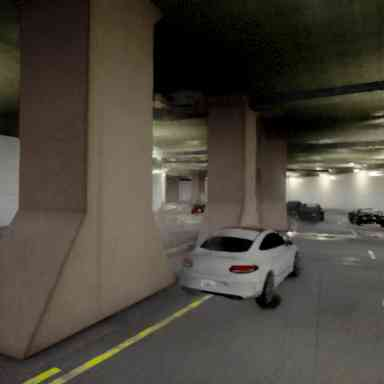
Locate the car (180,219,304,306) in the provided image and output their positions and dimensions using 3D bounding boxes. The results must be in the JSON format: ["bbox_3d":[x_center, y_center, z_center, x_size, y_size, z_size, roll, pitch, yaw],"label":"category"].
[{"bbox_3d":[1.391,1.572,8.239,1.812,1.442,4.674,1,0,28],"label":"car"}]

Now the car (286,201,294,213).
[{"bbox_3d":[12.711,1.834,41.328,1.837,1.490,4.892,1,0,5],"label":"car"}]

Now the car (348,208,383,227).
[{"bbox_3d":[13.202,1.880,25.212,1.895,1.301,4.718,1,0,16],"label":"car"}]

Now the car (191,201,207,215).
[{"bbox_3d":[1.115,1.701,35.937,1.994,1.385,4.181,1,0,10],"label":"car"}]

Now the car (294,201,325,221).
[{"bbox_3d":[10.838,1.754,30.362,2.128,1.511,4.902,1,0,13],"label":"car"}]
